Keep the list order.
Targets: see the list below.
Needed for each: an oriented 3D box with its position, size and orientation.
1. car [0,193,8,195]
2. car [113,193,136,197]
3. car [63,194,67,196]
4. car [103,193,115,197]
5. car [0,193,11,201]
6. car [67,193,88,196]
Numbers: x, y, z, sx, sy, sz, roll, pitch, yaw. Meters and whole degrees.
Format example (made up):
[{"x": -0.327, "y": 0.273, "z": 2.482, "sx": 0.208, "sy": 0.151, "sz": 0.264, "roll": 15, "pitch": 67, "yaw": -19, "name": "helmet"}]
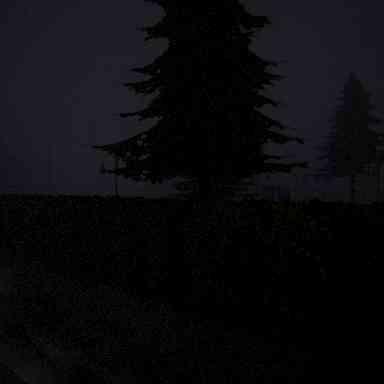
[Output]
[{"x": -23.711, "y": 1.330, "z": 41.282, "sx": 5.027, "sy": 1.636, "sz": 2.152, "roll": 0, "pitch": 0, "yaw": -45, "name": "car"}, {"x": -10.306, "y": 1.384, "z": 54.272, "sx": 3.806, "sy": 1.475, "sz": 1.970, "roll": 0, "pitch": 0, "yaw": -45, "name": "car"}, {"x": -31.908, "y": 1.232, "z": 85.939, "sx": 3.806, "sy": 1.475, "sz": 1.970, "roll": 0, "pitch": 0, "yaw": -45, "name": "car"}, {"x": -15.867, "y": 1.097, "z": 70.694, "sx": 4.605, "sy": 1.855, "sz": 1.932, "roll": 0, "pitch": 0, "yaw": -45, "name": "car"}, {"x": -41.765, "y": 1.097, "z": 71.634, "sx": 4.605, "sy": 1.855, "sz": 1.932, "roll": 0, "pitch": 0, "yaw": -45, "name": "car"}, {"x": -27.175, "y": 1.154, "z": 81.593, "sx": 5.027, "sy": 1.636, "sz": 2.152, "roll": 0, "pitch": 0, "yaw": -45, "name": "car"}]
